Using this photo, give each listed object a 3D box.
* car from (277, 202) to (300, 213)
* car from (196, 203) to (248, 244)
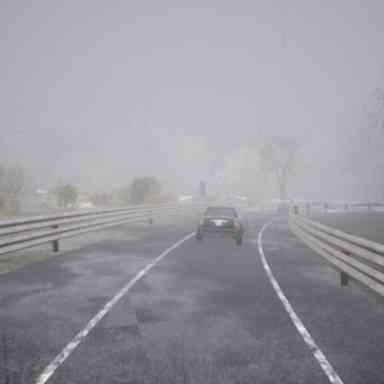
[{"bbox_3d":[12.943,2.041,44.482,2.128,1.511,4.902,1,-1,34],"label":"car"},{"bbox_3d":[1.644,1.421,16.640,2.097,1.767,4.553,2,0,13],"label":"car"}]
